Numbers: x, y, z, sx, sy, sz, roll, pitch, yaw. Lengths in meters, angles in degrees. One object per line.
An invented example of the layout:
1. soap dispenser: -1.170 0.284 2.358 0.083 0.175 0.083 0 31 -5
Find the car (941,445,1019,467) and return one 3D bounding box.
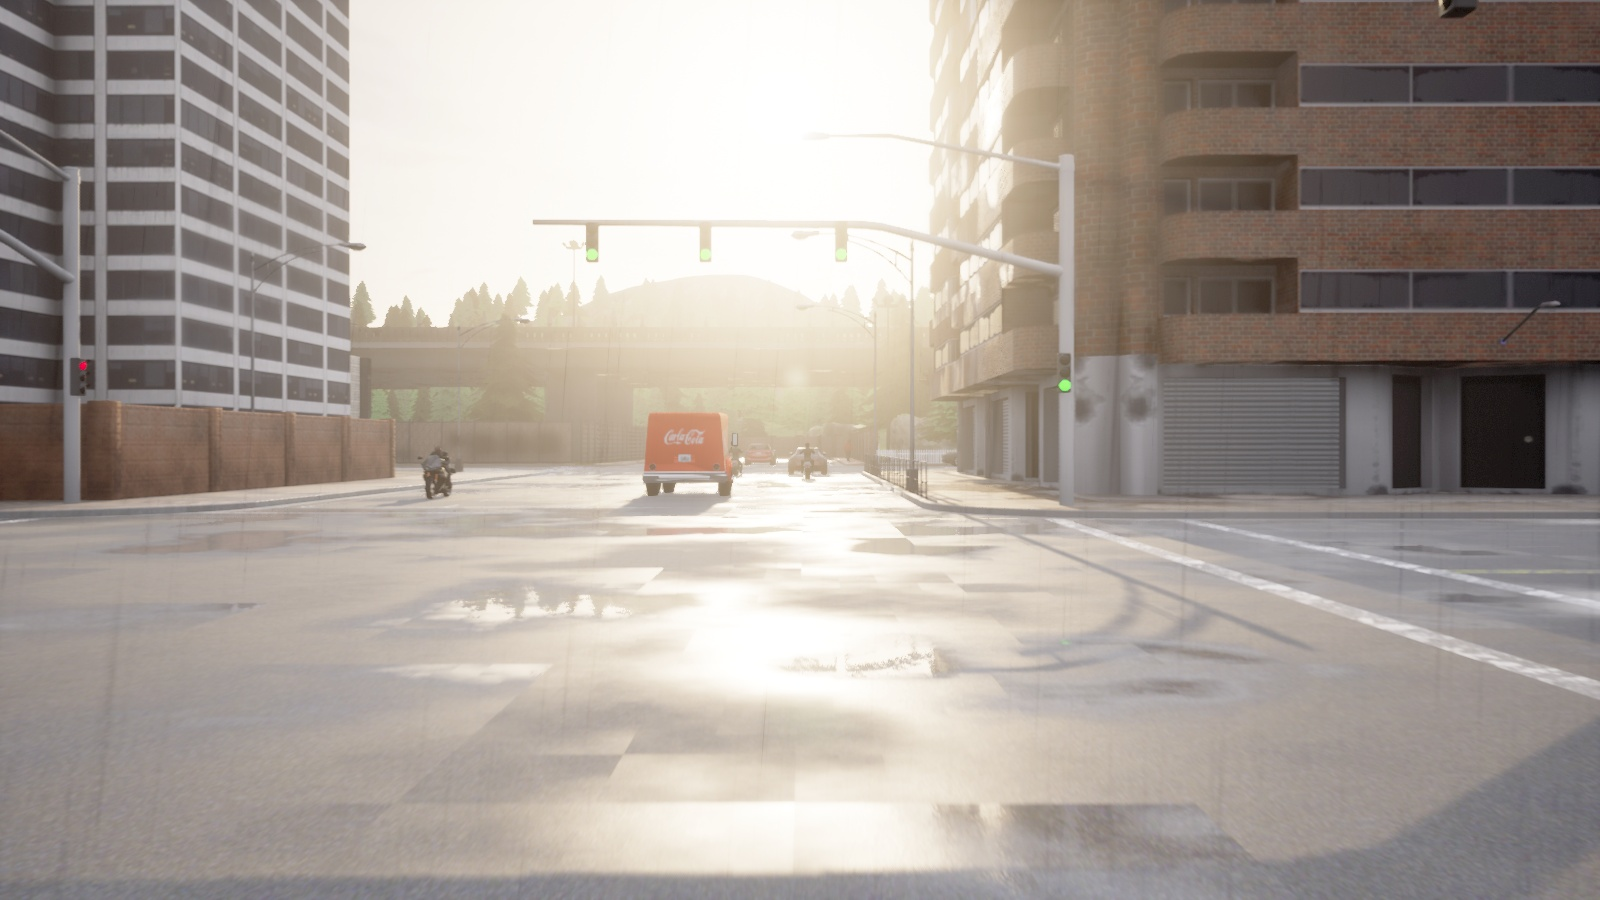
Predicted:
1. car: 11.941 0.385 83.534 4.892 1.490 1.837 0 0 0

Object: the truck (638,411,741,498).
1. truck: -3.259 0.110 38.297 2.627 2.467 5.204 0 0 0

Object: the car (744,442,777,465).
1. car: -2.948 0.227 94.059 2.242 1.667 4.611 0 0 1

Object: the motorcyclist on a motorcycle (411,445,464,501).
1. motorcyclist on a motorcycle: -10.282 0.636 35.661 0.866 1.530 2.191 0 0 0

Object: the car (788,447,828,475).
1. car: 0.410 0.563 64.579 1.994 1.385 4.181 0 0 1
